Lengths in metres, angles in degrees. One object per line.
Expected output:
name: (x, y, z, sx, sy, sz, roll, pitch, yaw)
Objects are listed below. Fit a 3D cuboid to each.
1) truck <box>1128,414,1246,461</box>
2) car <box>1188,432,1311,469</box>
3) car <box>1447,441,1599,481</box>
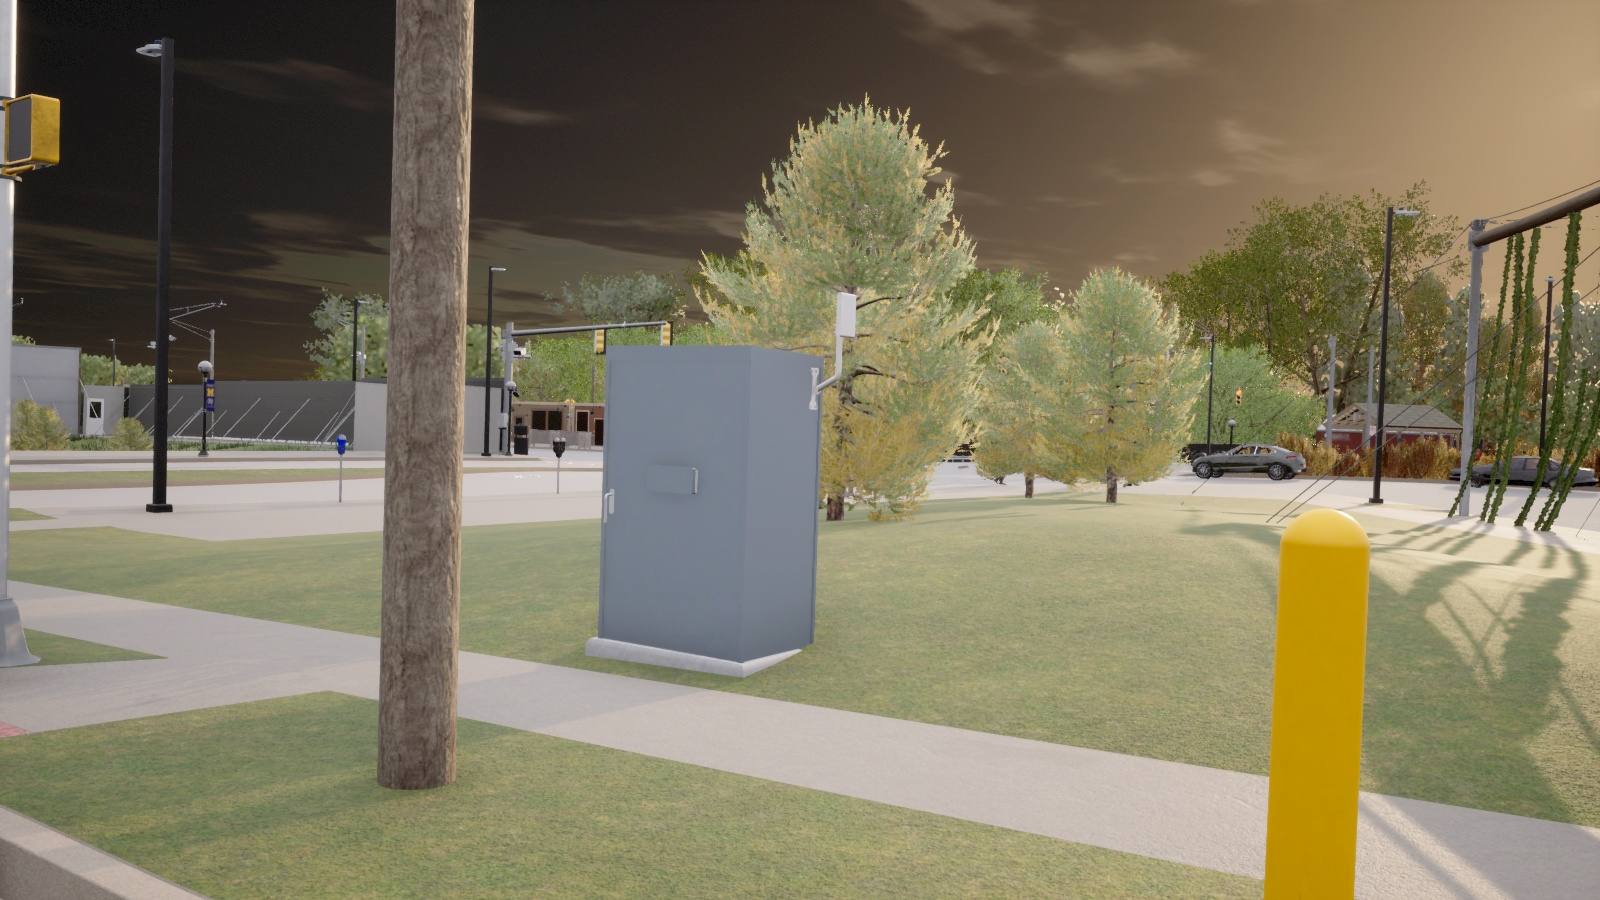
truck: (29.140, -0.920, 94.736, 7.936, 3.462, 2.891, 0, 1, 35)
car: (20.980, 0.020, 58.643, 5.027, 1.651, 2.152, 0, 1, 35)
car: (30.117, 0.411, 52.372, 5.357, 1.411, 2.033, 2, 3, 34)
